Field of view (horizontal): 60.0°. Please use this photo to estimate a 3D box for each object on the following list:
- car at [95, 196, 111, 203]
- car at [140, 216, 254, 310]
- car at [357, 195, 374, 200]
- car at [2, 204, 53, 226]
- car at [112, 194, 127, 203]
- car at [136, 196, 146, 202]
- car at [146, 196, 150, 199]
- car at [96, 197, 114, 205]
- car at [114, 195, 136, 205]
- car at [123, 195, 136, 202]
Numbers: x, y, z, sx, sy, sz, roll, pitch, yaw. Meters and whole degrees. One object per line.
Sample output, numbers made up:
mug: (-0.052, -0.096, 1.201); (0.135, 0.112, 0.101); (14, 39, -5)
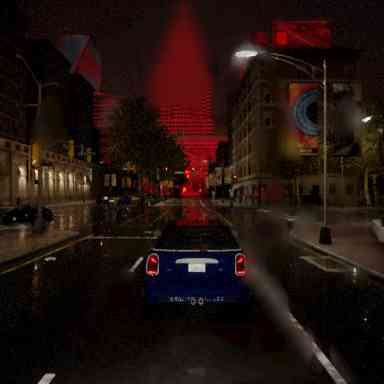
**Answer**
car: (-18.015, 1.581, 67.472); (1.895, 1.301, 4.718); (0, 0, 0)
car: (0.101, 1.350, 7.960); (2.097, 1.767, 4.553); (0, 0, 0)
car: (34.684, 1.467, 68.681); (2.231, 1.521, 4.892); (0, 0, 0)
car: (-11.521, 1.559, 23.576); (1.994, 1.385, 4.181); (0, 0, 0)
car: (-14.764, 1.338, 68.079); (2.097, 1.767, 4.553); (0, 0, 0)
car: (-11.262, 1.463, 68.609); (1.882, 1.535, 5.008); (0, 0, 0)
car: (-11.220, 1.536, 80.273); (1.994, 1.385, 4.181); (0, 0, 0)
car: (-14.876, 1.535, 57.969); (2.033, 1.411, 5.357); (0, 0, 0)
car: (-11.386, 1.514, 56.795); (1.812, 1.442, 4.674); (0, 0, 0)
car: (-14.725, 1.509, 78.891); (2.128, 1.511, 4.902); (0, 0, 0)
